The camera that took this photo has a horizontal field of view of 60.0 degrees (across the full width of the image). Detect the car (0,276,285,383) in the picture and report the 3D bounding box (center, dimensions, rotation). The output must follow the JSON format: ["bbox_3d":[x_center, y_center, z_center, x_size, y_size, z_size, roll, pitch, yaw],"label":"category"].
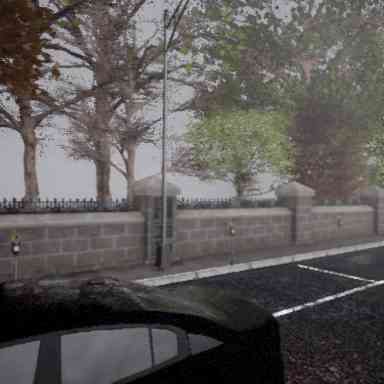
[{"bbox_3d":[-1.477,1.478,2.327,5.008,1.535,1.882,1,0,-36],"label":"car"}]
